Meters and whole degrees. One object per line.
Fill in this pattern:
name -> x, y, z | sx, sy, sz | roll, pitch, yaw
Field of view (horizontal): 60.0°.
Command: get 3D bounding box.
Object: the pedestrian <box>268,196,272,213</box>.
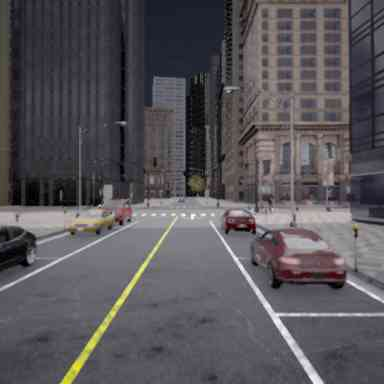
pedestrian -> 8.152, 1.302, 34.738 | 0.375, 1.860, 0.375 | 0, -1, 0

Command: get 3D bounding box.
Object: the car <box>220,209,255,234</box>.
car -> 2.684, 1.671, 20.005 | 1.887, 1.381, 4.507 | 0, 0, 0

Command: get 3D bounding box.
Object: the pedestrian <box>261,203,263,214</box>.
pedestrian -> 7.152, 1.349, 34.139 | 0.375, 1.860, 0.375 | 0, -1, 0

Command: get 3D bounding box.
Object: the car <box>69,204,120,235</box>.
car -> -5.841, 1.650, 19.841 | 1.752, 1.417, 4.829 | 0, 0, 0

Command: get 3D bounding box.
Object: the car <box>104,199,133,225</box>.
car -> -5.837, 1.482, 25.472 | 2.192, 1.841, 5.009 | 0, 0, 0

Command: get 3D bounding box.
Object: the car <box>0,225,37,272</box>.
car -> -5.846, 1.618, 9.093 | 1.947, 1.339, 4.313 | 1, 0, 0

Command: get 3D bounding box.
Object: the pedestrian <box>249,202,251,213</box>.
pedestrian -> 6.153, 1.660, 35.334 | 0.375, 1.300, 0.375 | 0, -1, 0

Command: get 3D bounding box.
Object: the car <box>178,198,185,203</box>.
car -> -2.909, 2.378, 92.241 | 1.895, 1.301, 4.718 | 0, -1, 0

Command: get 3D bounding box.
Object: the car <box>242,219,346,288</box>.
car -> 2.679, 1.635, 9.085 | 1.802, 1.307, 4.206 | 0, 0, 0
